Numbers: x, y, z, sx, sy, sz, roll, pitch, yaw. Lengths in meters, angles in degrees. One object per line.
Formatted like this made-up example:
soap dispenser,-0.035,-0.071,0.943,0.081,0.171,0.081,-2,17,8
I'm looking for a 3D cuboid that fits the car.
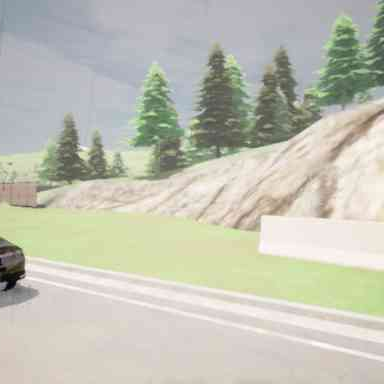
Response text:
car,-5.796,1.470,7.572,4.902,1.511,2.128,0,1,33
